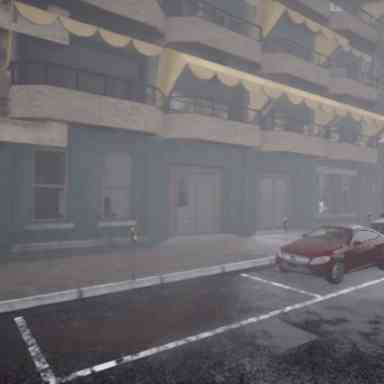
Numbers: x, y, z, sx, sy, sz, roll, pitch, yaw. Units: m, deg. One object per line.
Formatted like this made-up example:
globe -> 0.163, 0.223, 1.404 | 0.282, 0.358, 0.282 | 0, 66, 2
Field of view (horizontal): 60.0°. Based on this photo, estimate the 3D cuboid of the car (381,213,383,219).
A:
car -> 8.733, 1.346, 12.769 | 5.009, 1.841, 2.192 | 0, 1, -35

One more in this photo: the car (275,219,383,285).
car -> 4.234, 1.600, 9.565 | 4.206, 1.307, 1.802 | 0, 1, -35
